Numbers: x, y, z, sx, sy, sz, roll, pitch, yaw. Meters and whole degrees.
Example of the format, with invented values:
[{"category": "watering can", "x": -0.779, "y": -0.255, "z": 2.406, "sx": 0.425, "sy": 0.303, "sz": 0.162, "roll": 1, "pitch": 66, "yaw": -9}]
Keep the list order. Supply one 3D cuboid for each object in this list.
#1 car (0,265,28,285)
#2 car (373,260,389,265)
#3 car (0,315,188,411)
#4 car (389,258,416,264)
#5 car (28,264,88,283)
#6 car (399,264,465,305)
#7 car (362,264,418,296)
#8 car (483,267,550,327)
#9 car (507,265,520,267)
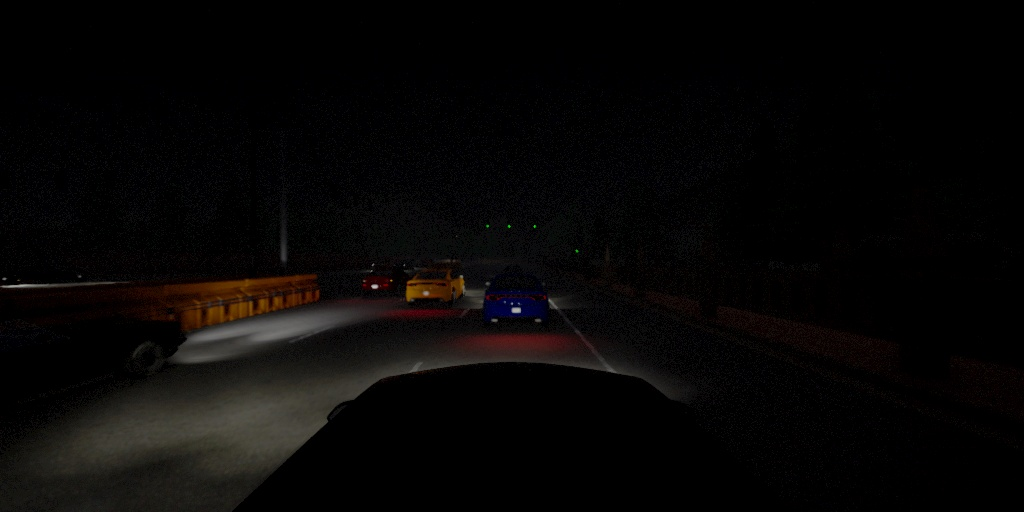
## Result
[{"category": "car", "x": -38.059, "y": 1.440, "z": 25.504, "sx": 4.181, "sy": 1.385, "sz": 1.994, "roll": 0, "pitch": 0, "yaw": 0}, {"category": "car", "x": -20.947, "y": 1.420, "z": 58.067, "sx": 2.097, "sy": 1.767, "sz": 4.553, "roll": 0, "pitch": 0, "yaw": 1}, {"category": "car", "x": -6.894, "y": 1.364, "z": 4.398, "sx": 1.895, "sy": 1.301, "sz": 4.718, "roll": 0, "pitch": 0, "yaw": 0}, {"category": "car", "x": -17.452, "y": 1.418, "z": 57.584, "sx": 2.097, "sy": 1.767, "sz": 4.553, "roll": 0, "pitch": 0, "yaw": 1}, {"category": "car", "x": -37.412, "y": 1.388, "z": 29.009, "sx": 4.902, "sy": 1.511, "sz": 2.128, "roll": 0, "pitch": 0, "yaw": 0}, {"category": "car", "x": -3.375, "y": 1.312, "z": 16.584, "sx": 1.882, "sy": 1.535, "sz": 5.008, "roll": 0, "pitch": 0, "yaw": 0}, {"category": "car", "x": -6.872, "y": 1.380, "z": 20.252, "sx": 1.812, "sy": 1.442, "sz": 4.674, "roll": 0, "pitch": 0, "yaw": 0}, {"category": "car", "x": 0.117, "y": 1.286, "z": 11.865, "sx": 1.882, "sy": 1.535, "sz": 5.008, "roll": 0, "pitch": 0, "yaw": 0}, {"category": "car", "x": 0.157, "y": 1.501, "z": 34.269, "sx": 1.994, "sy": 1.385, "sz": 4.181, "roll": 0, "pitch": 0, "yaw": 0}]
